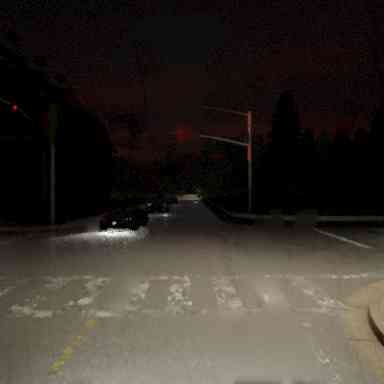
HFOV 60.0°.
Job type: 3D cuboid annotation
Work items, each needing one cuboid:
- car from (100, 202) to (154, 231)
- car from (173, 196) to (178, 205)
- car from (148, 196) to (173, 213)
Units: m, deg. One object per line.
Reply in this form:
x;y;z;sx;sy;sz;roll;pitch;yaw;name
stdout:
-4.015;1.547;20.388;1.994;1.385;4.181;0;0;9;car
-3.469;1.506;59.283;2.033;1.411;5.357;0;0;0;car
-3.543;1.326;35.632;2.097;1.767;4.553;0;0;0;car
